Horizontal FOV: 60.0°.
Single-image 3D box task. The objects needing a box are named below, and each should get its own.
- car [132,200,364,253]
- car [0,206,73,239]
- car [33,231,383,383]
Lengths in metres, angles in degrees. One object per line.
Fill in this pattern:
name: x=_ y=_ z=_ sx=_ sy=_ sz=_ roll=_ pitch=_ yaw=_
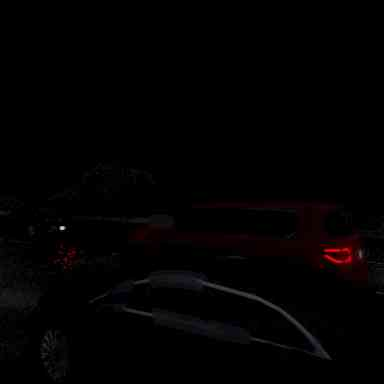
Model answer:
car: x=0.841 y=1.213 z=7.534 sx=5.566 sy=2.045 sz=2.150 roll=0 pitch=0 yaw=34
car: x=-8.416 y=1.500 z=17.464 sx=4.892 sy=1.490 sz=1.837 roll=0 pitch=0 yaw=30
car: x=0.161 y=1.488 z=3.732 sx=4.902 sy=1.511 sz=2.128 roll=0 pitch=0 yaw=35
